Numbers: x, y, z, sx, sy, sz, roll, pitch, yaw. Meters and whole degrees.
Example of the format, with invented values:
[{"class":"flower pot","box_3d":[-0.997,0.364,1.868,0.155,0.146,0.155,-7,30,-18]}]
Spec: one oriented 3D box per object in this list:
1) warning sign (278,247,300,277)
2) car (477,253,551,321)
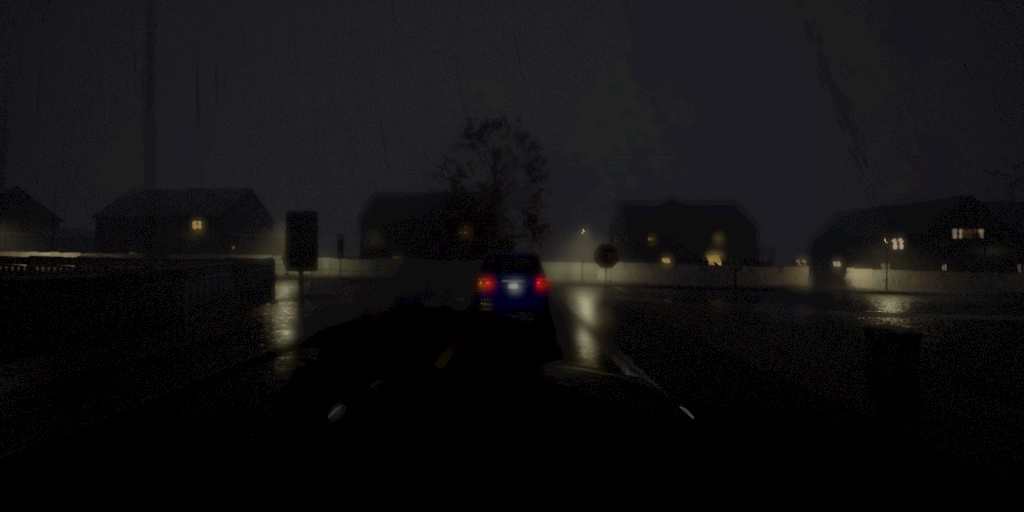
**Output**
[{"class":"warning sign","box_3d":[-15.419,0.496,24.730,1.060,1.860,1.300,0,0,1]},{"class":"car","box_3d":[-0.021,0.911,12.292,2.150,2.045,5.566,0,0,-2]}]
